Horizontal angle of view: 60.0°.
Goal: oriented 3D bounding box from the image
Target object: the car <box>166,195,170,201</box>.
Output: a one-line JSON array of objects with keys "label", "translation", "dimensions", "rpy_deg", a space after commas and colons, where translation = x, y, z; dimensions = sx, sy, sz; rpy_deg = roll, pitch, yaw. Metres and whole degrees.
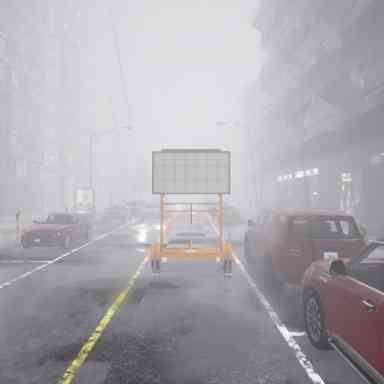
[{"label": "car", "translation": [-5.816, 1.562, 65.417], "dimensions": [1.802, 1.307, 4.206], "rpy_deg": [1, 0, 0]}]

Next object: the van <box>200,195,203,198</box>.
[{"label": "van", "translation": [2.591, 1.329, 54.086], "dimensions": [1.690, 1.788, 3.998], "rpy_deg": [1, 0, 0]}]

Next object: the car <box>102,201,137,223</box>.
[{"label": "car", "translation": [-5.734, 1.584, 25.818], "dimensions": [1.802, 1.307, 4.206], "rpy_deg": [1, 0, 0]}]

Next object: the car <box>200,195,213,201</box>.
[{"label": "car", "translation": [2.600, 1.557, 48.429], "dimensions": [1.947, 1.339, 4.313], "rpy_deg": [1, 0, 0]}]

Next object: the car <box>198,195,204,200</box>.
[{"label": "car", "translation": [2.507, 1.531, 93.682], "dimensions": [1.802, 1.307, 4.206], "rpy_deg": [1, 0, 0]}]

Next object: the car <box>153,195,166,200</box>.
[{"label": "car", "translation": [-5.791, 1.428, 54.104], "dimensions": [1.967, 1.590, 4.097], "rpy_deg": [1, 0, 0]}]

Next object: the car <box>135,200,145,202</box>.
[{"label": "car", "translation": [-5.745, 1.546, 31.475], "dimensions": [1.887, 1.381, 4.507], "rpy_deg": [1, 0, 0]}]

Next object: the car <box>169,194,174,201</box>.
[{"label": "car", "translation": [-5.837, 1.409, 76.730], "dimensions": [1.967, 1.590, 4.097], "rpy_deg": [1, 0, 0]}]

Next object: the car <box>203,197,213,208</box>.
[{"label": "car", "translation": [2.624, 1.549, 37.116], "dimensions": [2.008, 1.369, 4.403], "rpy_deg": [1, 0, 0]}]

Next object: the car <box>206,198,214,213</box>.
[{"label": "car", "translation": [2.635, 1.567, 31.459], "dimensions": [1.947, 1.339, 4.313], "rpy_deg": [1, 0, 0]}]

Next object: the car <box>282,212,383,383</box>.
[{"label": "car", "translation": [2.696, 1.316, 3.175], "dimensions": [2.192, 1.841, 5.009], "rpy_deg": [1, 0, 0]}]

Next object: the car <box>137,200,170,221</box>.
[{"label": "car", "translation": [-3.056, 1.603, 27.203], "dimensions": [1.895, 1.301, 4.718], "rpy_deg": [0, 0, 0]}]

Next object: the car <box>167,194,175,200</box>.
[{"label": "car", "translation": [-5.872, 1.389, 93.701], "dimensions": [1.967, 1.590, 4.097], "rpy_deg": [1, 0, 0]}]

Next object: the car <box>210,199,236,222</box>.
[{"label": "car", "translation": [2.647, 1.528, 25.972], "dimensions": [1.752, 1.417, 4.829], "rpy_deg": [1, 0, 0]}]

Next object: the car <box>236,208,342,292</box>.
[{"label": "car", "translation": [2.685, 1.317, 8.833], "dimensions": [2.192, 1.841, 5.009], "rpy_deg": [1, 0, 0]}]

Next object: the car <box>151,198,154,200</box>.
[{"label": "car", "translation": [-5.757, 1.564, 37.132], "dimensions": [1.947, 1.339, 4.313], "rpy_deg": [1, 0, 0]}]

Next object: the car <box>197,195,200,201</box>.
[{"label": "car", "translation": [2.541, 1.551, 76.712], "dimensions": [1.802, 1.307, 4.206], "rpy_deg": [1, 0, 0]}]

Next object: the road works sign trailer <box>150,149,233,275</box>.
[{"label": "road works sign trailer", "translation": [-0.021, 0.467, 10.391], "dimensions": [2.380, 3.560, 2.880], "rpy_deg": [0, 0, 0]}]

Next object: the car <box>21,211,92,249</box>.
[{"label": "car", "translation": [-5.710, 1.548, 14.505], "dimensions": [1.887, 1.381, 4.507], "rpy_deg": [1, 0, 0]}]
